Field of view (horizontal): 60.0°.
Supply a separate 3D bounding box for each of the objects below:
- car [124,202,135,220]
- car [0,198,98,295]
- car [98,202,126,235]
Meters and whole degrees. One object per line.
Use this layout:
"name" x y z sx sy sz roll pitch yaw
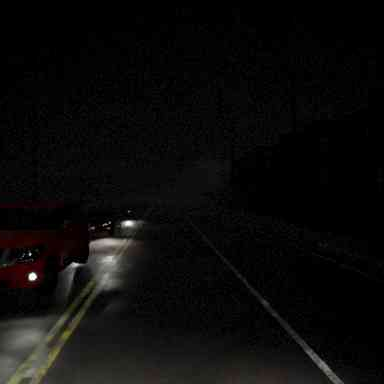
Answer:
"car" -6.073 1.606 29.410 1.812 1.442 4.674 -1 0 -5
"car" -4.314 1.275 9.091 2.150 2.045 5.566 -1 0 -5
"car" -5.190 1.571 19.157 1.837 1.490 4.892 -1 0 -5
